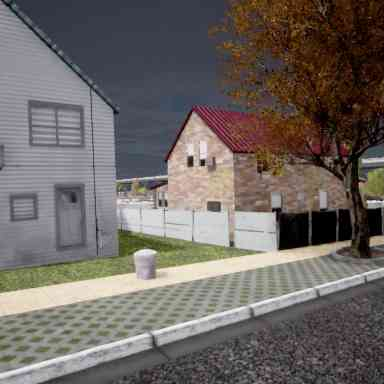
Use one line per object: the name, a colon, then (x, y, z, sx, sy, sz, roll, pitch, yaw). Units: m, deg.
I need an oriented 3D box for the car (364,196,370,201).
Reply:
car: (28.639, 1.945, 58.424, 1.812, 1.442, 4.674, -2, 0, 1)

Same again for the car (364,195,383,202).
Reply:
car: (31.924, 1.827, 60.198, 1.837, 1.490, 4.892, -2, 0, 1)

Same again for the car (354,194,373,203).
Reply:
car: (38.559, 1.473, 74.895, 2.097, 1.767, 4.553, -2, -1, 0)
